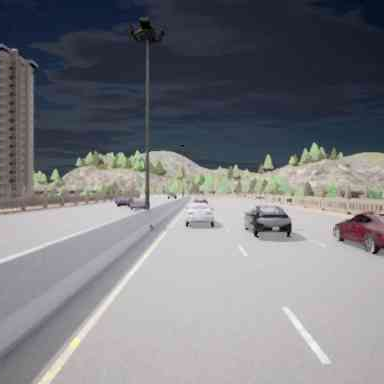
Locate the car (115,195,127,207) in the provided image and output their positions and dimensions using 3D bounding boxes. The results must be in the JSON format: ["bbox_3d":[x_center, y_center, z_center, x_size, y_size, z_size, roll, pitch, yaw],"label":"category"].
[{"bbox_3d":[-9.467,1.458,48.278,2.033,1.411,5.357,0,0,2],"label":"car"}]

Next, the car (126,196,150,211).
[{"bbox_3d":[-6.199,1.452,40.139,1.812,1.442,4.674,0,0,2],"label":"car"}]

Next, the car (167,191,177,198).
[{"bbox_3d":[-4.981,0.836,83.201,2.150,2.045,5.566,0,0,2],"label":"car"}]

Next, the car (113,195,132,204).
[{"bbox_3d":[-12.605,1.383,60.658,2.128,1.511,4.902,0,0,2],"label":"car"}]

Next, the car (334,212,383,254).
[{"bbox_3d":[7.303,1.505,13.189,1.812,1.442,4.674,0,0,1],"label":"car"}]

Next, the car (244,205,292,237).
[{"bbox_3d":[3.911,1.461,17.692,2.128,1.511,4.902,0,0,1],"label":"car"}]

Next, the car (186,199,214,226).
[{"bbox_3d":[0.544,1.485,23.030,1.812,1.442,4.674,0,0,1],"label":"car"}]
